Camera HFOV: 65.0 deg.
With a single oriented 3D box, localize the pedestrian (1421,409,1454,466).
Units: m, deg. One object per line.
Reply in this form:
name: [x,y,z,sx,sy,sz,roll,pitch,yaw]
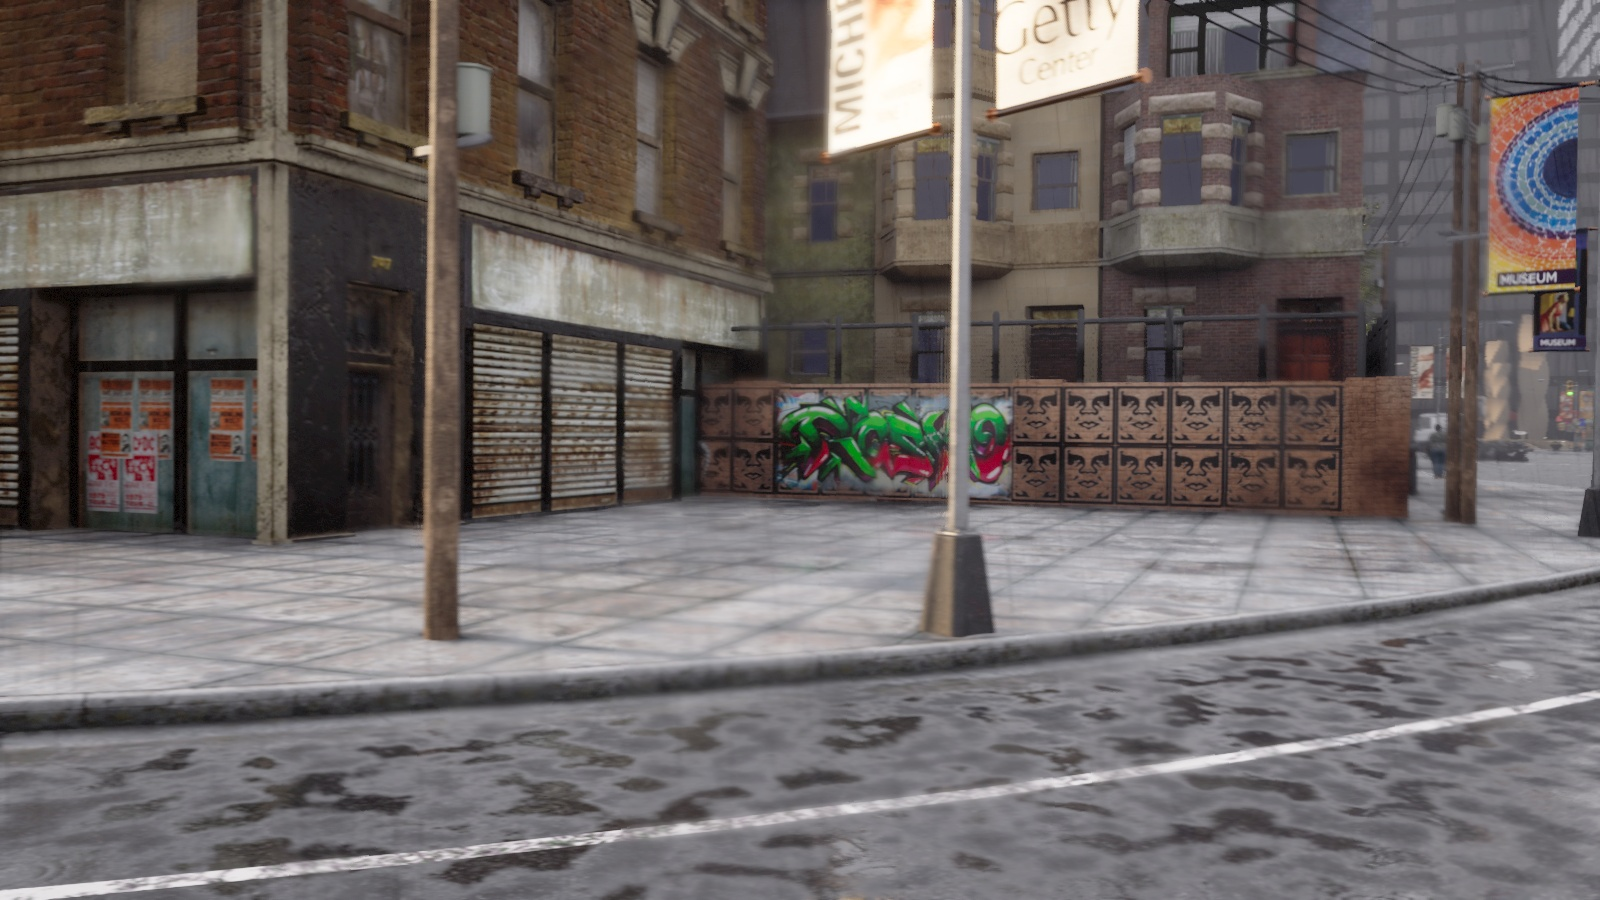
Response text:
pedestrian: [21.265,-0.416,41.895,0.874,1.855,0.900,0,1,22]
